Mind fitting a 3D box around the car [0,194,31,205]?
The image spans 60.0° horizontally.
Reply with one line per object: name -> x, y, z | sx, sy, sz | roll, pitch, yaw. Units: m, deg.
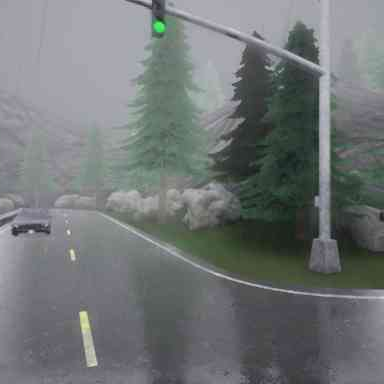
car -> -22.986, 1.309, 42.207 | 5.566, 2.045, 2.150 | 0, 0, 25

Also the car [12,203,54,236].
car -> -8.955, 1.579, 18.889 | 2.033, 1.411, 5.357 | 0, 0, -23
